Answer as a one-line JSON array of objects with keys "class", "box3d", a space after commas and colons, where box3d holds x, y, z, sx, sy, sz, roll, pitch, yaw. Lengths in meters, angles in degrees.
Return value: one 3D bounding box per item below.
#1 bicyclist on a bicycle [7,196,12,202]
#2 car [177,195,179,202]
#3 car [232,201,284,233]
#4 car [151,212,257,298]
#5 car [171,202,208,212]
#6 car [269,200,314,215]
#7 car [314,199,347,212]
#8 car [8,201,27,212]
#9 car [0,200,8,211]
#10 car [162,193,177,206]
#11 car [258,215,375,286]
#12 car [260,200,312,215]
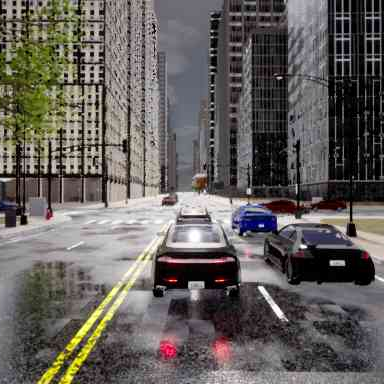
[{"class": "bicyclist on a bicycle", "box3d": [-25.207, 1.398, 45.869, 0.582, 1.620, 1.656, 0, -1, 2]}, {"class": "car", "box3d": [-4.087, 1.519, 64.570, 2.033, 1.411, 5.357, 0, 0, -1]}, {"class": "car", "box3d": [3.330, 1.479, 18.469, 1.882, 1.535, 5.008, 0, 0, 0]}, {"class": "car", "box3d": [0.090, 1.493, 8.532, 2.128, 1.511, 4.902, 0, 0, 0]}, {"class": "car", "box3d": [0.080, 1.493, 17.949, 2.128, 1.511, 4.902, 0, 0, 0]}, {"class": "car", "box3d": [8.219, 1.472, 30.310, 4.674, 1.442, 1.812, 0, -1, 2]}, {"class": "car", "box3d": [16.133, 1.619, 40.022, 4.674, 1.442, 1.812, 0, -1, 1]}, {"class": "car", "box3d": [-20.266, 1.497, 34.896, 5.357, 1.411, 2.033, 0, -1, 4]}, {"class": "car", "box3d": [-21.145, 1.123, 31.639, 5.566, 2.045, 2.150, 0, -1, 2]}, {"class": "car", "box3d": [-3.945, 1.458, 54.751, 1.882, 1.535, 5.008, 0, 0, -1]}, {"class": "car", "box3d": [3.325, 1.565, 9.475, 1.994, 1.385, 4.181, 0, 0, 2]}, {"class": "car", "box3d": [9.400, 1.514, 33.528, 4.674, 1.442, 1.812, 0, -1, 2]}]
